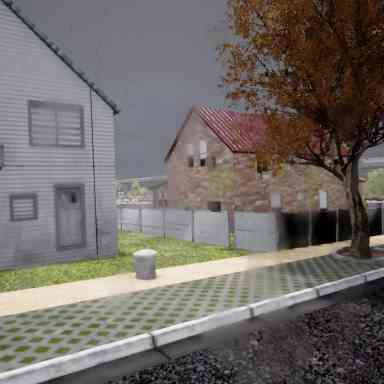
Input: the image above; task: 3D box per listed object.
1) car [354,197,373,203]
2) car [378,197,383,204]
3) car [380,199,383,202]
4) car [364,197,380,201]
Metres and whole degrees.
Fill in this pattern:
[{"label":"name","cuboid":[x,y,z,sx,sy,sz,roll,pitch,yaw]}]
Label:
[{"label":"car","cuboid":[38.560,1.713,74.952,1.895,1.301,4.718,-2,-1,0]},{"label":"car","cuboid":[38.472,1.660,64.908,1.812,1.442,4.674,-2,0,0]},{"label":"car","cuboid":[35.223,1.775,64.804,1.812,1.442,4.674,-2,0,0]},{"label":"car","cuboid":[31.934,1.855,61.137,1.812,1.442,4.674,-2,-1,1]}]
